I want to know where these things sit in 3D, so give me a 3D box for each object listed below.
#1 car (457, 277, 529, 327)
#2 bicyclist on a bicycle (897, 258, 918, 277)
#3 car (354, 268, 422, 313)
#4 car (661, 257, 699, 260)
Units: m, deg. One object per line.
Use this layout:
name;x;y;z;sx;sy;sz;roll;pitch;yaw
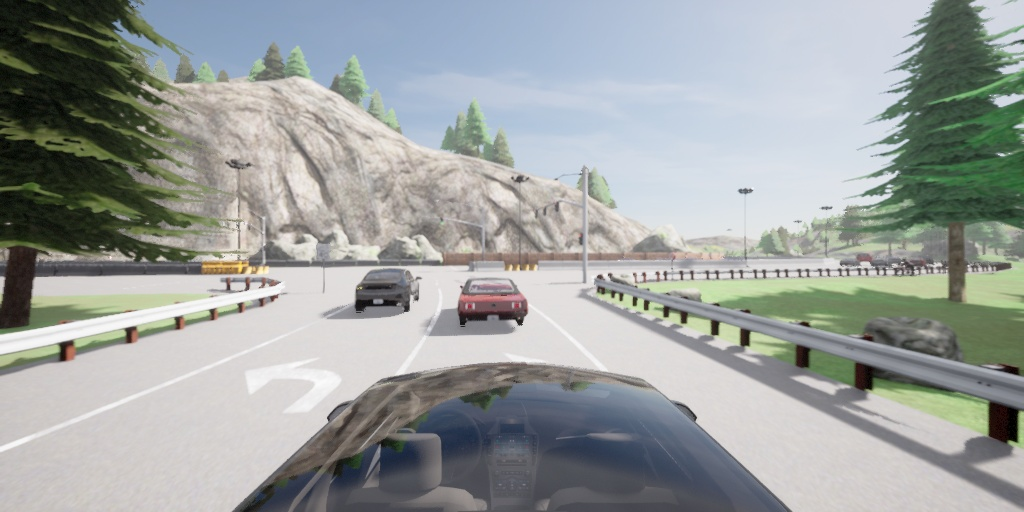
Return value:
car;-0.736;1.316;11.511;1.895;1.301;4.718;0;0;-7
bicyclist on a bicycle;36.510;1.060;33.220;0.582;1.620;1.656;0;4;-15
car;-4.707;1.217;13.997;1.837;1.490;4.892;0;0;-9
car;27.026;1.025;57.695;4.674;1.442;1.812;0;0;-14
